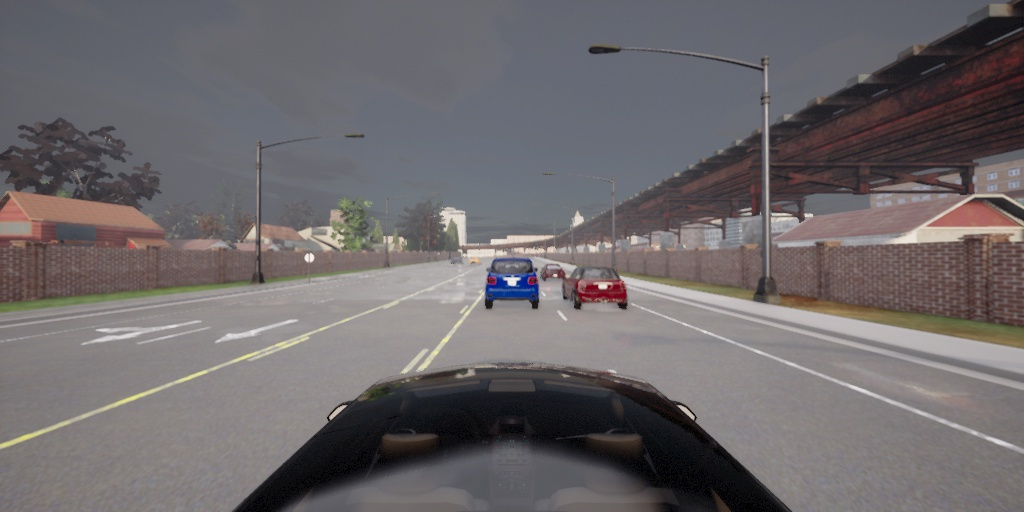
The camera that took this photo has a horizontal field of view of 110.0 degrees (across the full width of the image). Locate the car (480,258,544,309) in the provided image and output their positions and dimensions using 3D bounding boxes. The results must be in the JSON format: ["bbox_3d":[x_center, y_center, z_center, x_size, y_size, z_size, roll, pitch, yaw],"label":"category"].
[{"bbox_3d":[0.002,1.085,15.860,2.150,2.045,5.566,0,0,0],"label":"car"}]

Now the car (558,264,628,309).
[{"bbox_3d":[3.504,1.219,15.931,2.097,1.767,4.553,0,0,0],"label":"car"}]

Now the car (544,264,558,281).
[{"bbox_3d":[3.508,1.384,31.206,1.812,1.442,4.674,0,1,0],"label":"car"}]
